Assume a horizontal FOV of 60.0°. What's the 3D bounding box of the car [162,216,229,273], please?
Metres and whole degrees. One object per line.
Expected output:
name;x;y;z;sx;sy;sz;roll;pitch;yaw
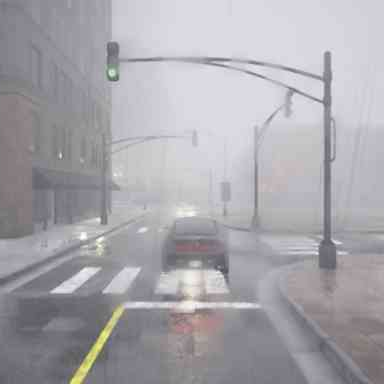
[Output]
car;0.092;1.526;10.711;1.837;1.490;4.892;0;0;0

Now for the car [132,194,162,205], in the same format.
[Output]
car;-8.423;1.394;62.254;5.566;2.045;2.150;0;0;9
